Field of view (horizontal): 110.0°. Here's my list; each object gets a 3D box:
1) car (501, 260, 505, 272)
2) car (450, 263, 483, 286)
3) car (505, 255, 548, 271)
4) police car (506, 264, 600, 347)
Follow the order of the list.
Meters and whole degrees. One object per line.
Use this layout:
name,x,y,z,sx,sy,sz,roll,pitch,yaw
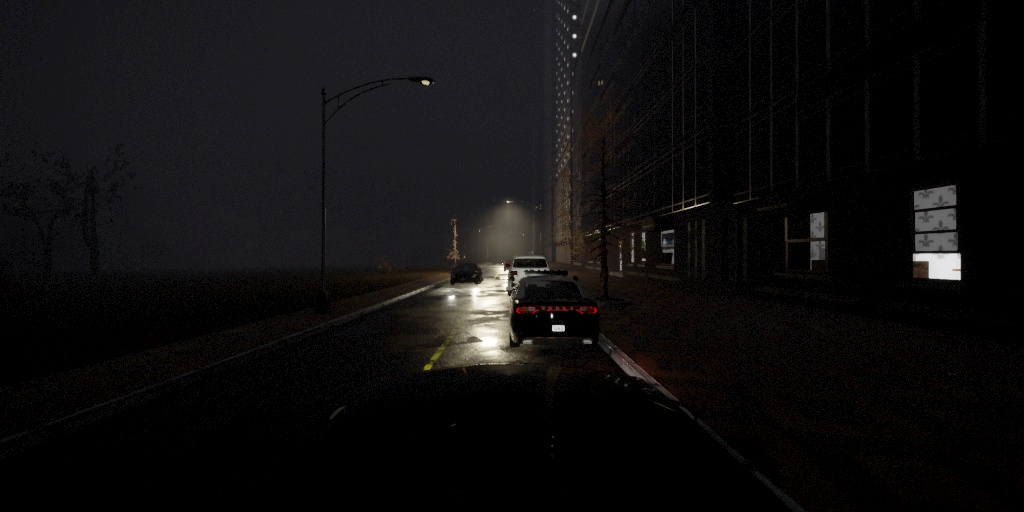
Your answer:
car,-0.085,1.226,47.546,1.882,1.535,5.008,0,0,0
car,-3.155,1.227,25.491,1.882,1.535,5.008,0,0,0
car,0.857,0.975,19.351,2.150,2.045,5.566,0,0,0
police car,0.881,1.175,9.430,1.930,1.638,5.238,0,0,0
